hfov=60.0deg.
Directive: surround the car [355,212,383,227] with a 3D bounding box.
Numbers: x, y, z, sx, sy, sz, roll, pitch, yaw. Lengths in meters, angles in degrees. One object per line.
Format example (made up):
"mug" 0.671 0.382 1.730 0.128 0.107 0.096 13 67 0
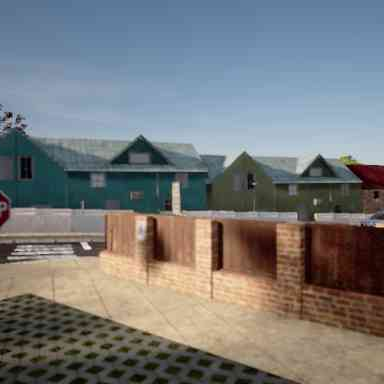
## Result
"car" 15.334 2.591 25.942 5.566 2.045 2.150 2 -2 -22
